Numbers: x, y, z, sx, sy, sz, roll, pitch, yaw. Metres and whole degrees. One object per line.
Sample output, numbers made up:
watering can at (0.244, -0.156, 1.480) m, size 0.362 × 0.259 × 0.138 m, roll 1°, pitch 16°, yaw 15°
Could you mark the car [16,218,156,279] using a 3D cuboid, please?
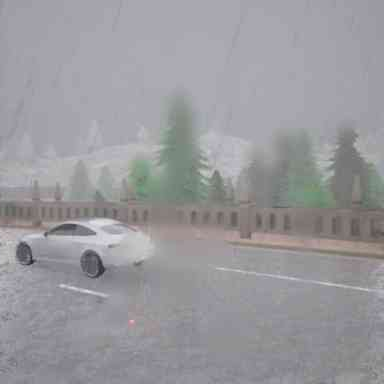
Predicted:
car at (-3.227, 1.497, 9.919) m, size 4.674 × 1.442 × 1.812 m, roll 0°, pitch 0°, yaw 31°
